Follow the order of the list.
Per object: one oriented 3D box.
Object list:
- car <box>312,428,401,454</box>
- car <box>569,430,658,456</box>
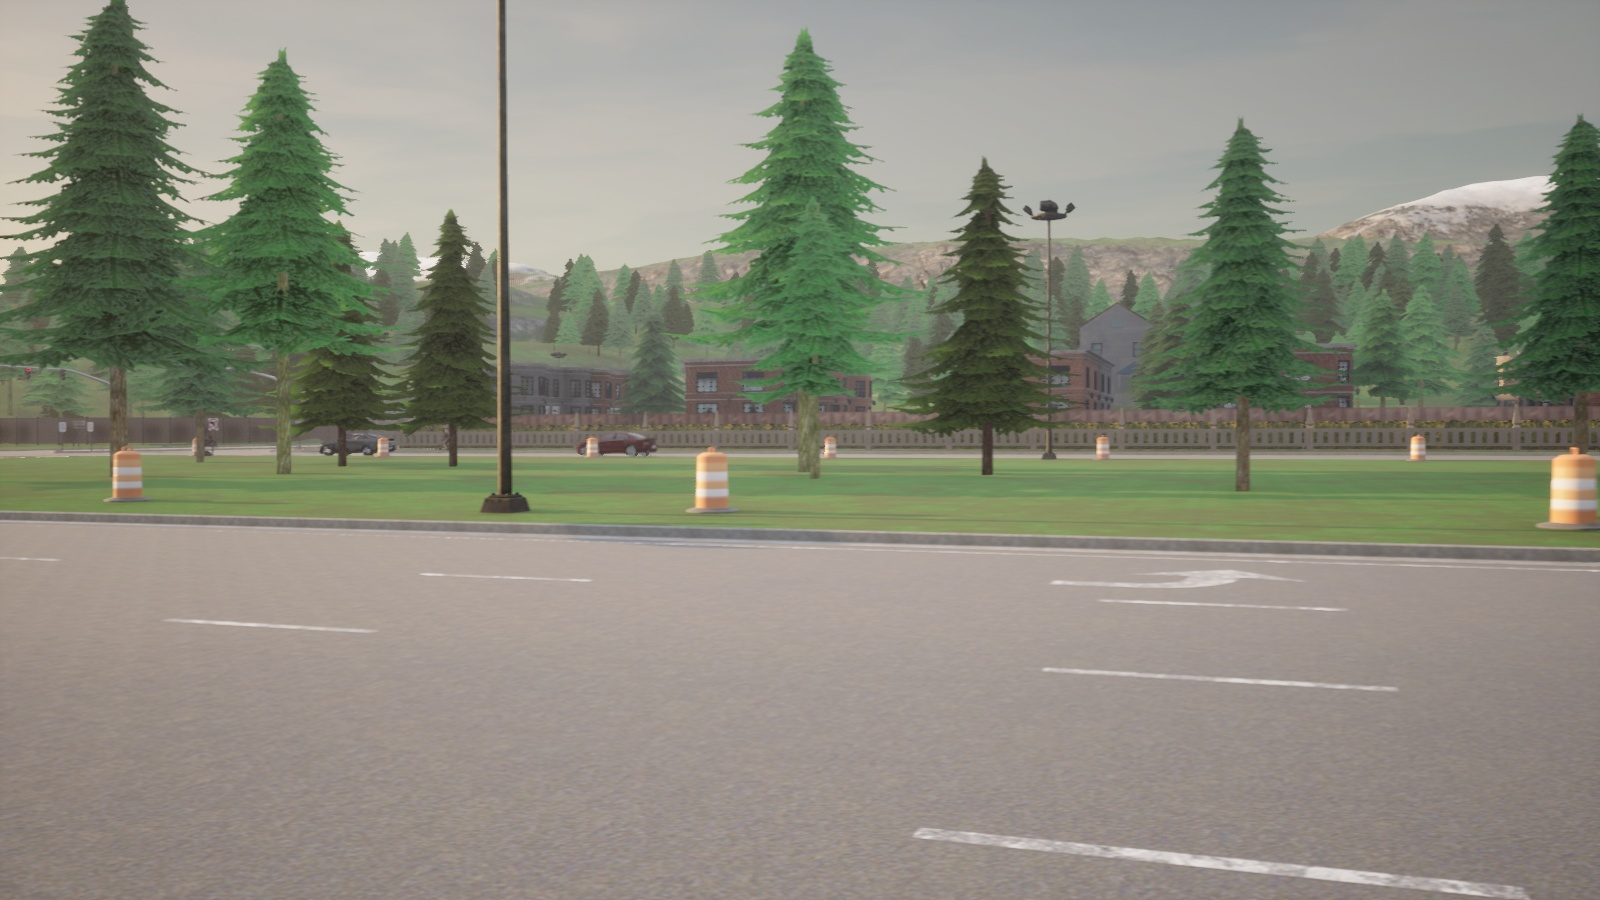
[{"bbox_3d":[-27.249,-0.555,77.161,4.902,1.511,2.128,1,1,18],"label":"car"},{"bbox_3d":[-11.196,-0.447,75.498,5.008,1.535,1.882,1,1,18],"label":"car"}]
